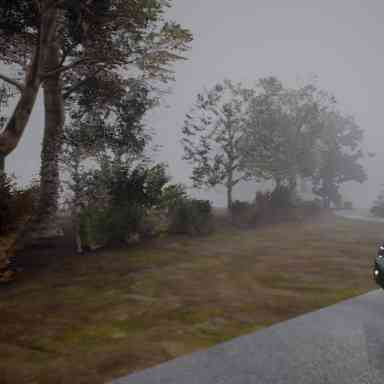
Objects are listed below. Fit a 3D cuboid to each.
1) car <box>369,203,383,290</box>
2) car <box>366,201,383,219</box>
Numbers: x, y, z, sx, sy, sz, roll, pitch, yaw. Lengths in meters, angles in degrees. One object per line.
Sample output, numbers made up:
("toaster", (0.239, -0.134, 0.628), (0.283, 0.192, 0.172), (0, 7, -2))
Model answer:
("car", (6.383, 1.209, 7.420), (5.566, 2.045, 2.150), (0, 0, -34))
("car", (16.947, 1.511, 27.373), (2.033, 1.411, 5.357), (0, 0, -5))
